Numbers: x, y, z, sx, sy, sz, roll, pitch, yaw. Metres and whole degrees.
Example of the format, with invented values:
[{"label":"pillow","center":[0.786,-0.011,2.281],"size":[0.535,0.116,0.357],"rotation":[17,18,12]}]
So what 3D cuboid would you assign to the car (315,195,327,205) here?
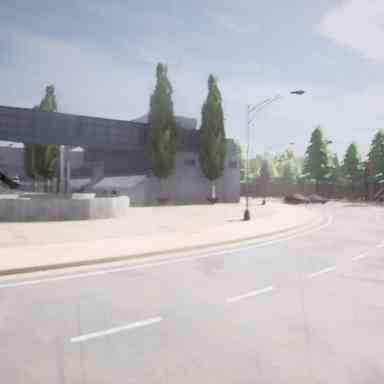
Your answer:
[{"label":"car","center":[17.595,1.071,48.009],"size":[1.994,1.385,4.181],"rotation":[1,1,-11]}]

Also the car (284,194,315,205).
[{"label":"car","center":[14.446,0.981,45.851],"size":[1.882,1.535,5.008],"rotation":[1,1,-10]}]
